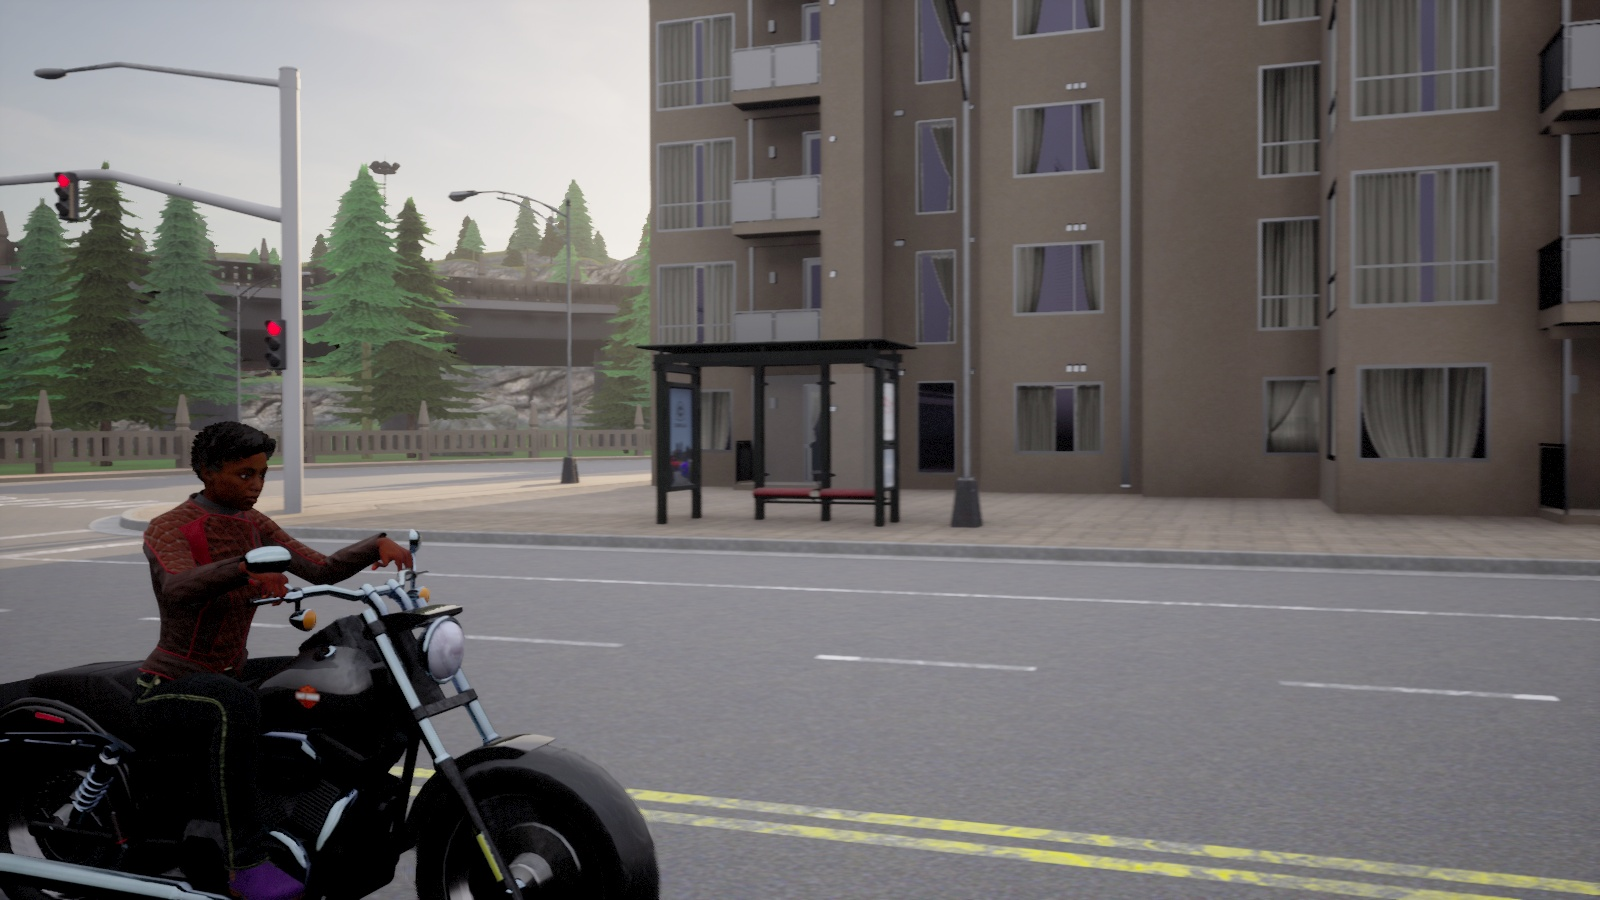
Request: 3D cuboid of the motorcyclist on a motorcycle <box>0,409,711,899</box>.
[{"bbox_3d":[-1.502,0.712,3.698,2.350,1.649,0.766,1,1,19],"label":"motorcyclist on a motorcycle"}]
